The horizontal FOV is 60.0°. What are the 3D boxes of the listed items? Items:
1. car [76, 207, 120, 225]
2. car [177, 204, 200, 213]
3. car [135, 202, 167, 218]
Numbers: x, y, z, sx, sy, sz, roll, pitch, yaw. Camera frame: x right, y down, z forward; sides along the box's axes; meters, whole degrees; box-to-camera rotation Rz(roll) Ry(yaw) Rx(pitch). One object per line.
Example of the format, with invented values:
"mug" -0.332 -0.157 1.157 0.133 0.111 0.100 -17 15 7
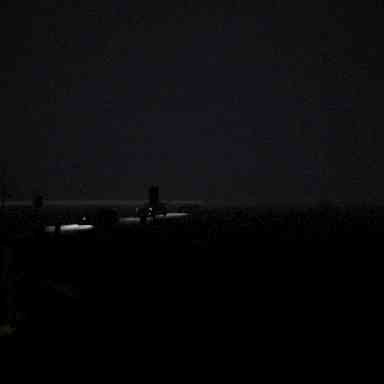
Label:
"car" -7.939 1.983 28.363 1.994 1.385 4.181 -1 -1 19
"car" -0.461 2.346 48.487 1.895 1.301 4.718 -1 -1 22
"car" -4.589 1.920 37.714 2.097 1.767 4.553 -1 -1 20
